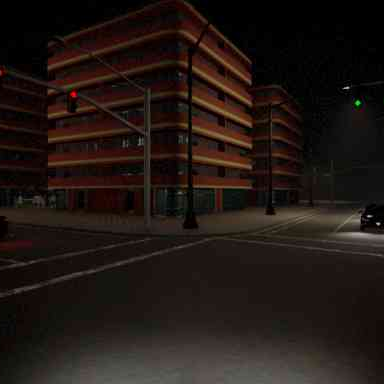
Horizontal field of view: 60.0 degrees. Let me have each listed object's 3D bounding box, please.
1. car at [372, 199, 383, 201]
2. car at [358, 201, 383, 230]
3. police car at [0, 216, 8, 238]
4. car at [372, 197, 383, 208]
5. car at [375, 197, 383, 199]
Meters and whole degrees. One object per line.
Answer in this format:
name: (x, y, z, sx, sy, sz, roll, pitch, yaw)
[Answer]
car: (16.453, 1.562, 29.154, 1.994, 1.385, 4.181, 0, 0, 30)
car: (11.505, 1.513, 20.494, 1.837, 1.490, 4.892, 0, 0, 30)
police car: (-10.838, 1.349, 15.707, 5.238, 1.638, 1.930, 1, 0, 31)
car: (26.864, 1.466, 47.333, 2.128, 1.511, 4.902, 0, 0, 30)
car: (21.451, 1.479, 37.897, 2.128, 1.511, 4.902, 0, 0, 30)
